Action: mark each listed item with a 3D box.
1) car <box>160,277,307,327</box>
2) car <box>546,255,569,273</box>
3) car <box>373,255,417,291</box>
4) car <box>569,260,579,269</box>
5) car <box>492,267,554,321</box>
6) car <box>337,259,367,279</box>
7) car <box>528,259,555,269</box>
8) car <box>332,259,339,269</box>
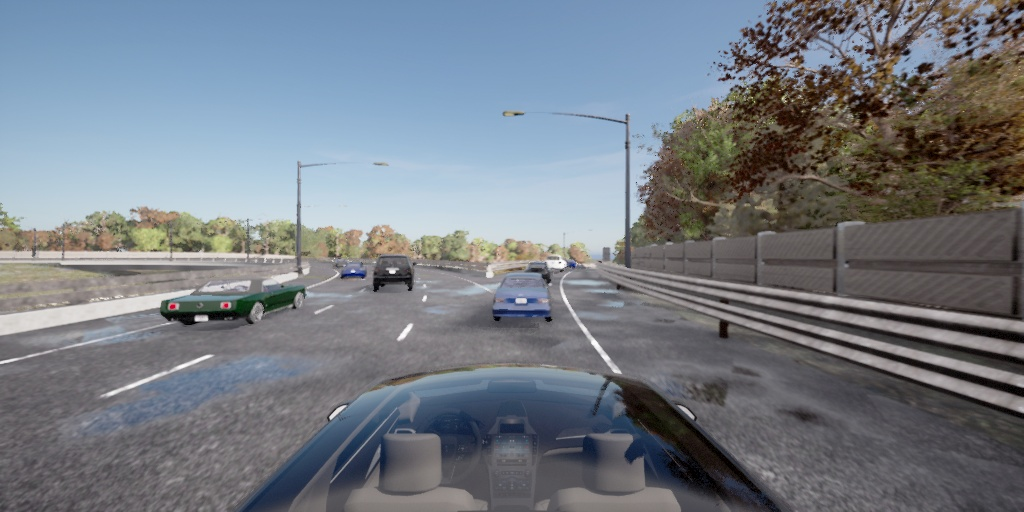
[{"bbox_3d":[-8.442,1.328,11.533,1.895,1.301,4.718,0,0,-9],"label":"car"},{"bbox_3d":[5.291,0.920,43.384,2.150,2.045,5.566,0,0,14],"label":"car"},{"bbox_3d":[-7.052,0.936,21.730,2.150,2.045,5.566,0,0,-14],"label":"car"},{"bbox_3d":[9.590,1.347,59.583,1.882,1.535,5.008,0,-1,15],"label":"car"},{"bbox_3d":[0.425,1.283,12.420,2.033,1.411,5.357,0,0,4],"label":"car"},{"bbox_3d":[-14.070,1.256,32.023,1.994,1.385,4.181,0,0,-21],"label":"car"},{"bbox_3d":[2.061,1.222,27.098,1.837,1.490,4.892,0,0,9],"label":"car"},{"bbox_3d":[-26.445,1.137,55.252,2.128,1.511,4.902,0,0,-35],"label":"car"}]
